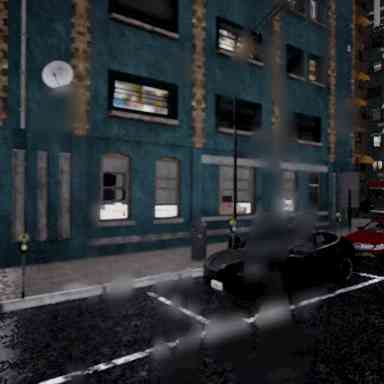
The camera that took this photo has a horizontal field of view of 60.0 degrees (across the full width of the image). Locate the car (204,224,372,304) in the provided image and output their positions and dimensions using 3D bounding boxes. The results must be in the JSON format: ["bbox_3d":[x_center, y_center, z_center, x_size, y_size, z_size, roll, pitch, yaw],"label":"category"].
[{"bbox_3d":[2.299,1.562,8.193,4.313,1.339,1.947,0,0,-36],"label":"car"}]

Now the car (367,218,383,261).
[{"bbox_3d":[6.795,1.576,11.401,4.206,1.307,1.802,0,0,-36],"label":"car"}]

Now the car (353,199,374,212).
[{"bbox_3d":[16.471,1.337,34.400,1.947,1.339,4.313,2,0,-36],"label":"car"}]
